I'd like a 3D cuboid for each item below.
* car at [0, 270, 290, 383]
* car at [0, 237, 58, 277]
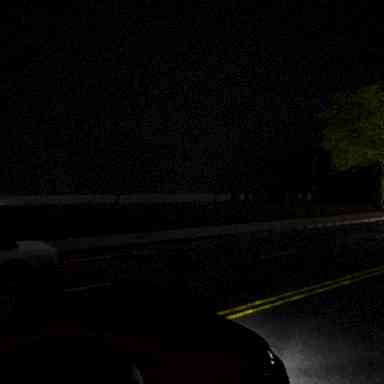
[{"bbox_3d":[-1.142,1.561,2.627,4.181,1.385,1.994,0,0,-35],"label":"car"},{"bbox_3d":[-5.728,1.604,7.582,4.718,1.301,1.895,0,0,-35],"label":"car"}]
